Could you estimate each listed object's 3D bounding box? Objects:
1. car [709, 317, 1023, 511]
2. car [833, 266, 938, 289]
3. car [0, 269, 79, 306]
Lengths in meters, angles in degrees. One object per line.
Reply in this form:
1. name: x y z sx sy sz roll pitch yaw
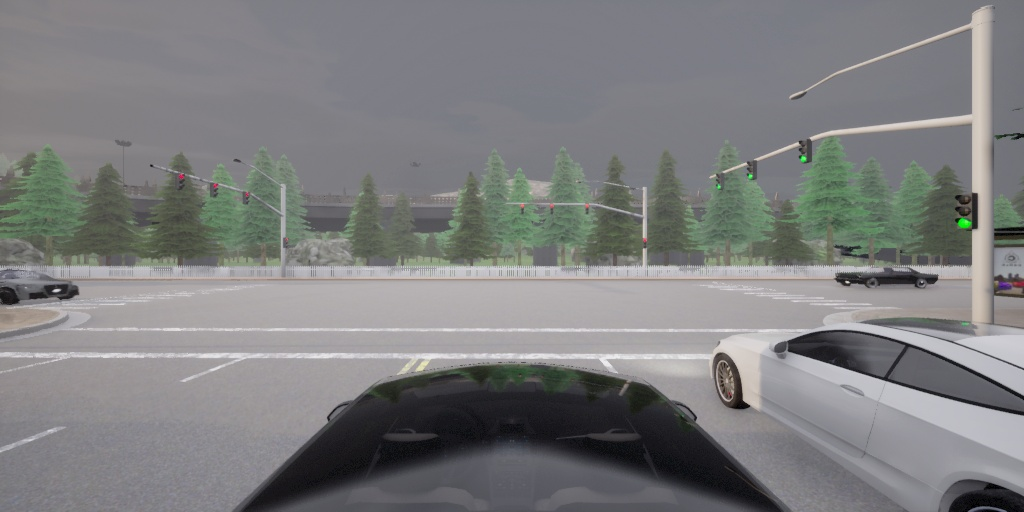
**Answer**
1. car: 3.657 1.276 3.168 1.812 1.442 4.674 0 0 2
2. car: 22.865 1.295 22.071 4.718 1.301 1.895 0 0 0
3. car: -20.917 1.258 14.897 4.181 1.385 1.994 0 0 0
